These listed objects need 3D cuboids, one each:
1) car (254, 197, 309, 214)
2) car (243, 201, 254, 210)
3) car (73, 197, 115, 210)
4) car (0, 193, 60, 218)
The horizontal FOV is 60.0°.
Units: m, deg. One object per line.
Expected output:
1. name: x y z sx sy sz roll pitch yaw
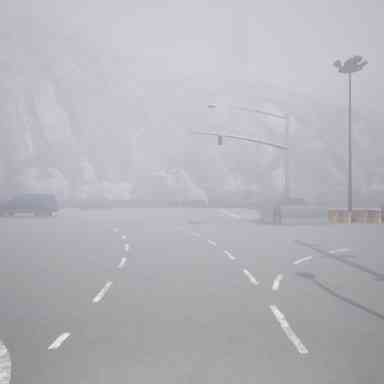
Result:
1. car: 8.318 1.288 30.181 4.553 1.767 2.097 0 0 -3
2. car: 8.590 1.439 40.699 4.674 1.442 1.812 0 0 -3
3. car: -11.665 1.400 39.657 4.902 1.511 2.128 0 0 -3
4. car: -14.457 1.152 28.996 5.566 2.045 2.150 0 0 -3
